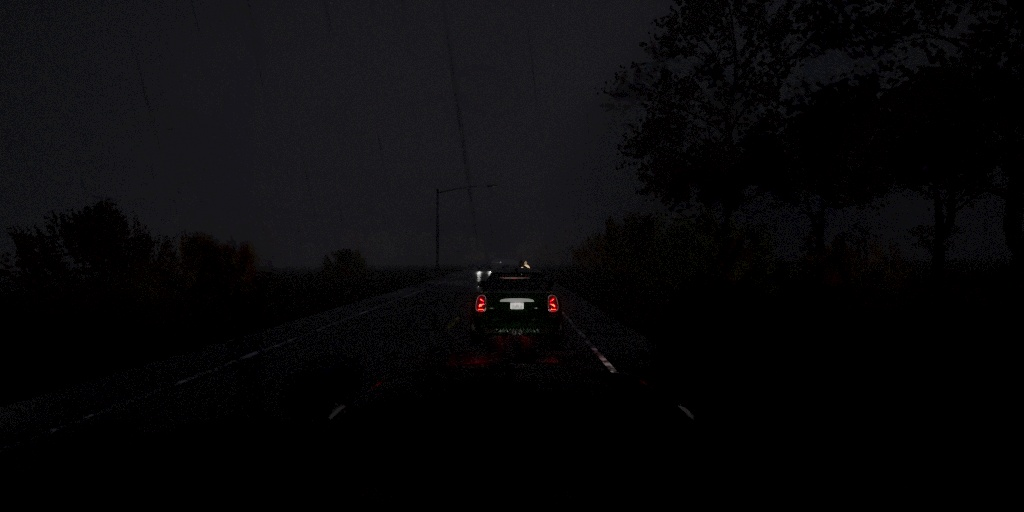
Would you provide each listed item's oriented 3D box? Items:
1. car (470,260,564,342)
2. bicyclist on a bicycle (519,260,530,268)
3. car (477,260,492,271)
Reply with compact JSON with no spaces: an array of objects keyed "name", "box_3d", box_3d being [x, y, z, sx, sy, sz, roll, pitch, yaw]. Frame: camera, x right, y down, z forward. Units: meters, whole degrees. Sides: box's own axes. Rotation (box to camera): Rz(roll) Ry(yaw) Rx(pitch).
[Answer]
[{"name":"car","box_3d":[0.112,1.098,9.887,2.097,1.767,4.553,0,0,0]},{"name":"bicyclist on a bicycle","box_3d":[0.971,1.175,25.710,0.866,1.612,1.509,0,0,1]},{"name":"car","box_3d":[-3.681,1.257,48.782,1.812,1.442,4.674,0,0,-1]}]
